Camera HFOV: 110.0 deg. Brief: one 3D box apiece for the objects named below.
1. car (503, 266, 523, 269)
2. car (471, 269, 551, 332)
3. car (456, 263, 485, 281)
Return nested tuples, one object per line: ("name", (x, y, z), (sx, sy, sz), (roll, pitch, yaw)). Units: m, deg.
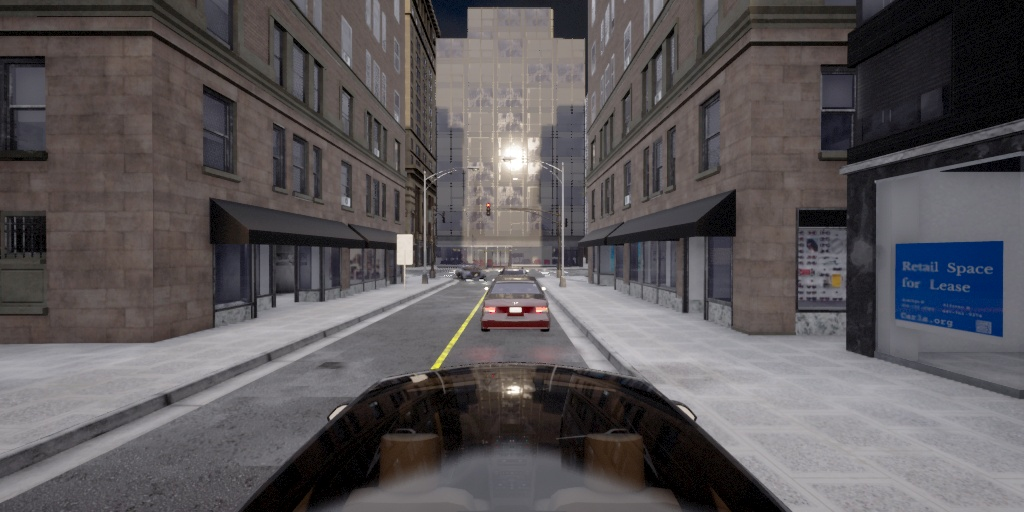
("car", (0.085, 1.300, 21.478), (1.994, 1.385, 4.181), (0, 0, 0))
("car", (0.094, 1.293, 10.812), (2.033, 1.411, 5.357), (0, 0, 0))
("car", (-3.369, 1.302, 29.525), (1.994, 1.385, 4.181), (1, -1, -18))
